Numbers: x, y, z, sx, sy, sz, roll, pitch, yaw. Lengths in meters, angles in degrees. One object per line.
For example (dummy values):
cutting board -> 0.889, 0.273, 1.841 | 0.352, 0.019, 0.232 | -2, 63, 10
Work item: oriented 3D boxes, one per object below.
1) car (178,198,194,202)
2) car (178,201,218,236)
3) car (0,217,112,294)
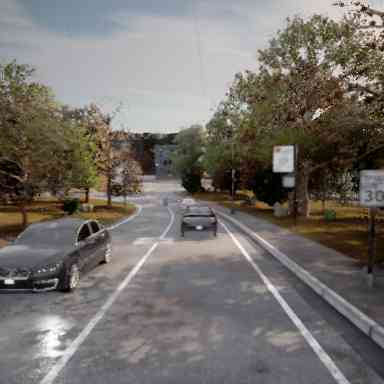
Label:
car -> -0.487, 1.415, 36.320 | 1.812, 1.442, 4.674 | 0, 1, -6
car -> 0.358, 1.452, 18.101 | 2.128, 1.511, 4.902 | 0, 0, 0
car -> -3.488, 1.476, 8.859 | 1.837, 1.490, 4.892 | 0, 0, 1
